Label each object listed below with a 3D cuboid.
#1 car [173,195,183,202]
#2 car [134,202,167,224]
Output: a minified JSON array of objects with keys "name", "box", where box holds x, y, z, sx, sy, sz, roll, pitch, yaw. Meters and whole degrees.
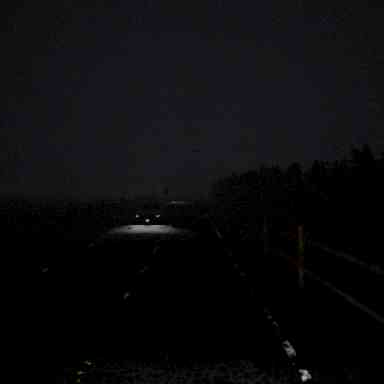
[{"name":"car","box":[-2.749,1.244,66.886,1.994,1.385,4.181,0,0,0]},{"name":"car","box":[-2.849,1.438,23.945,2.033,1.411,5.357,0,0,0]}]
